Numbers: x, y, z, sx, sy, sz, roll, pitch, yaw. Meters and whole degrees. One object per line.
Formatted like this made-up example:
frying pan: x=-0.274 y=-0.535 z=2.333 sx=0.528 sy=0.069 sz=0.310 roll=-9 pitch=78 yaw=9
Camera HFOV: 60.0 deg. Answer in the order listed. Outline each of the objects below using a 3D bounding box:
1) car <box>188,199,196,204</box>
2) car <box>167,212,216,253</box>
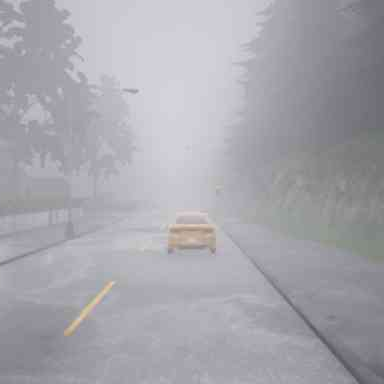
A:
car: x=-0.062 y=2.259 z=81.479 sx=1.895 sy=1.301 sz=4.718 roll=0 pitch=-1 yaw=0
car: x=-0.006 y=1.612 z=14.483 sx=1.882 sy=1.535 sz=5.008 roll=0 pitch=0 yaw=0
